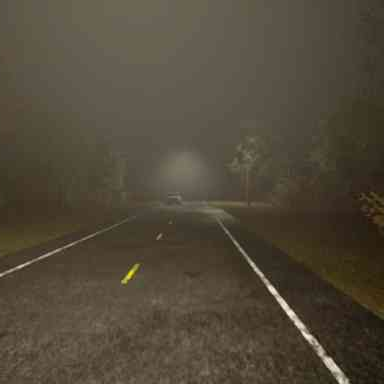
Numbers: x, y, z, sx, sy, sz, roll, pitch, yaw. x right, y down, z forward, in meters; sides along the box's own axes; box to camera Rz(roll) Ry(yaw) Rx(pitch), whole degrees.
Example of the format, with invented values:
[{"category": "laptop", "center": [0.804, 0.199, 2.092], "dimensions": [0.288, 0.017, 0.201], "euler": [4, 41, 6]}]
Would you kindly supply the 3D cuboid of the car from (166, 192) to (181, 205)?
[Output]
[{"category": "car", "center": [-3.011, 1.090, 54.729], "dimensions": [2.150, 2.045, 5.566], "euler": [0, 0, 1]}]
